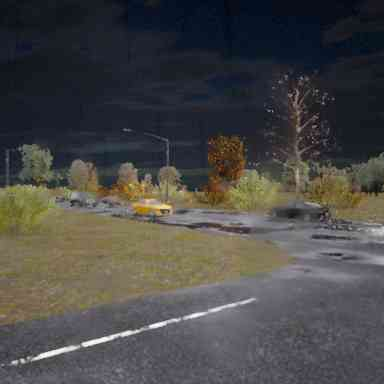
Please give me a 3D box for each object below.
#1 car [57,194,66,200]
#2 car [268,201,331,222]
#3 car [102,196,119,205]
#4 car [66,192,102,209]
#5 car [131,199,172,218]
[{"bbox_3d":[-29.958,1.215,75.959,1.895,1.301,4.718,0,0,-37],"label":"car"},{"bbox_3d":[8.217,1.442,25.856,1.882,1.535,5.008,0,0,-37],"label":"car"},{"bbox_3d":[-13.580,1.347,54.463,1.994,1.385,4.181,0,0,-37],"label":"car"},{"bbox_3d":[-14.309,1.056,43.897,2.150,2.045,5.566,0,0,-37],"label":"car"},{"bbox_3d":[-3.675,1.393,29.918,1.882,1.535,5.008,0,0,-37],"label":"car"}]
